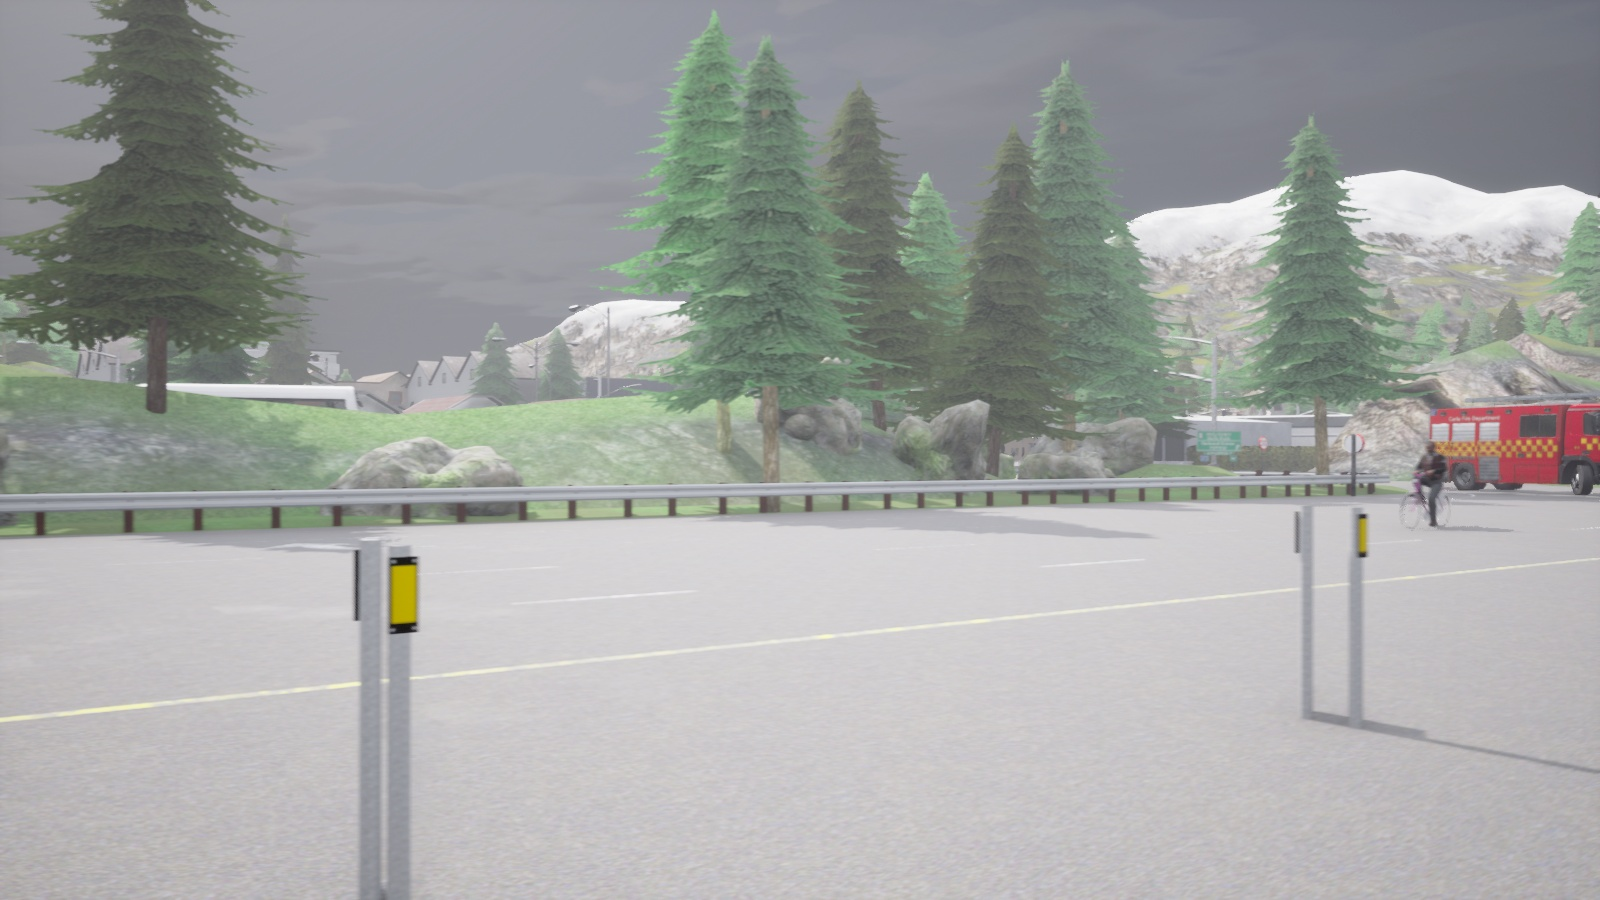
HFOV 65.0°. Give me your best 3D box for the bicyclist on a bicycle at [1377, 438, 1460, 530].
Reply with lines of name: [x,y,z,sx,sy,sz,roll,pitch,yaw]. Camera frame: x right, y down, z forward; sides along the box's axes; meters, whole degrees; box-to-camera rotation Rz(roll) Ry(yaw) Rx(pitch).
bicyclist on a bicycle: [12.330,0.651,25.009,1.843,1.776,0.659,0,0,-35]

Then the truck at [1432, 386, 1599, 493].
truck: [28.736,-0.357,48.114,2.891,3.827,8.468,0,0,-19]

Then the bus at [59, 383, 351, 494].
bus: [-23.921,-0.471,51.333,10.273,4.253,3.944,0,1,-16]
